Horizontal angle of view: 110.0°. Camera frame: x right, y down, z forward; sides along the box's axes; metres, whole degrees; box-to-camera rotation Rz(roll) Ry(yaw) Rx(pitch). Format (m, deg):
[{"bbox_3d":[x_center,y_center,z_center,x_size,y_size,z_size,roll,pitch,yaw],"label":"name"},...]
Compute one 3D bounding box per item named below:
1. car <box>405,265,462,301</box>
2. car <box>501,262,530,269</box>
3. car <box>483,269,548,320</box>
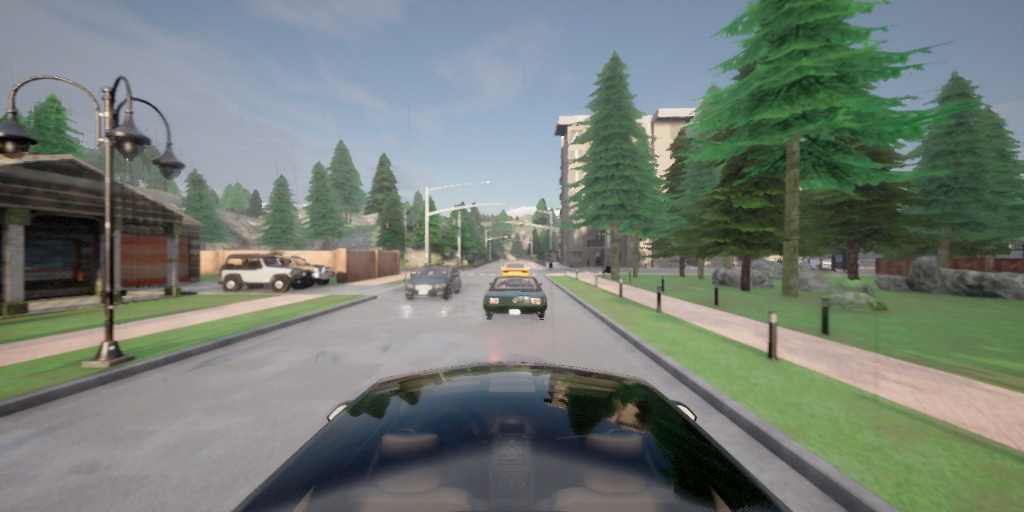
[{"bbox_3d":[-3.524,1.179,16.807,2.128,1.511,4.902,0,0,1],"label":"car"},{"bbox_3d":[0.228,1.141,24.924,1.882,1.535,5.008,0,0,0],"label":"car"},{"bbox_3d":[0.129,1.311,12.459,1.895,1.301,4.718,0,0,1],"label":"car"}]
